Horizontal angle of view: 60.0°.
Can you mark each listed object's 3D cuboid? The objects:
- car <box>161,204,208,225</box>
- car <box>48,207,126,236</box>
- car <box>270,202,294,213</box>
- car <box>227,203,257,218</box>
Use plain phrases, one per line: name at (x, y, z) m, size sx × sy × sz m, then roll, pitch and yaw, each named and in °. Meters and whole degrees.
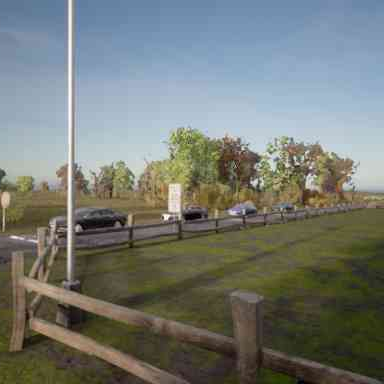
car at (-0.538, 1.795, 27.635) m, size 2.128 × 1.511 × 4.902 m, roll 1°, pitch 0°, yaw 36°
car at (-6.109, 1.672, 19.869) m, size 1.837 × 1.490 × 4.892 m, roll 1°, pitch 0°, yaw 35°
car at (12.334, 2.123, 45.371) m, size 1.837 × 1.490 × 4.892 m, roll 1°, pitch 0°, yaw 37°
car at (5.511, 1.978, 36.013) m, size 1.812 × 1.442 × 4.674 m, roll 1°, pitch 0°, yaw 36°
